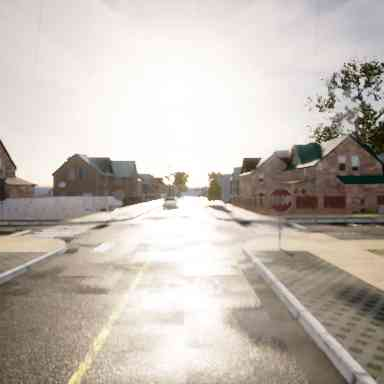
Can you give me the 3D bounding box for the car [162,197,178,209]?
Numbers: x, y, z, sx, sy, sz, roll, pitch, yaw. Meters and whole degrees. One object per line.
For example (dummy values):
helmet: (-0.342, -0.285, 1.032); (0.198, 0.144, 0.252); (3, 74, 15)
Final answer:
car: (-2.750, 1.441, 42.780); (1.812, 1.442, 4.674); (0, 1, 0)
